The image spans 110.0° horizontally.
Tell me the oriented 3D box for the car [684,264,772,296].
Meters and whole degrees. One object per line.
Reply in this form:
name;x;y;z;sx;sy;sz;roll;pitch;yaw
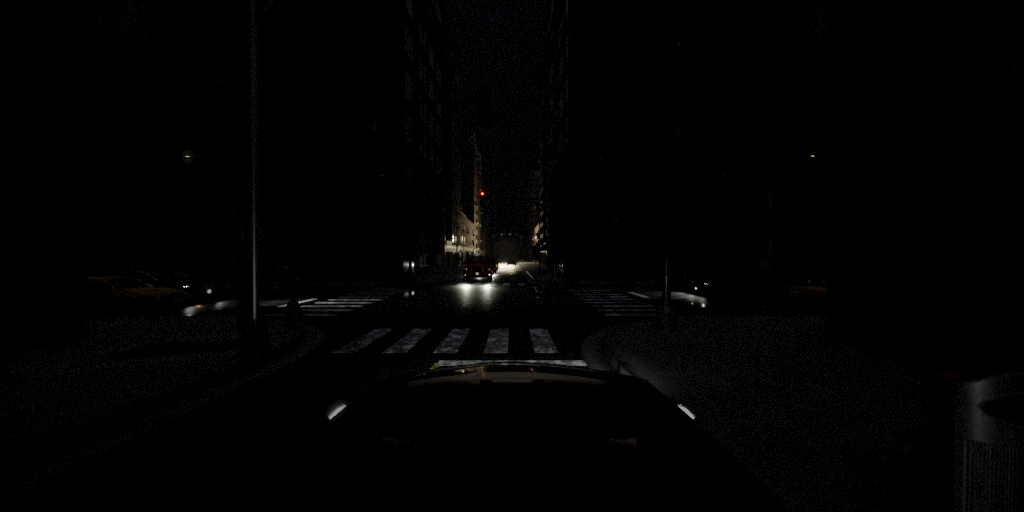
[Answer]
car;12.135;1.277;18.360;5.357;1.411;2.033;0;0;3

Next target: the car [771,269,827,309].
car;12.481;1.280;12.910;4.829;1.417;1.751;0;0;0

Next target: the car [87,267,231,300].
car;-15.481;1.259;15.421;4.902;1.511;2.128;0;0;0

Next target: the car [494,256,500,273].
car;-2.925;0.959;42.814;2.150;2.045;5.566;0;0;0

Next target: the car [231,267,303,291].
car;-14.568;1.307;20.921;4.313;1.339;1.948;0;0;0

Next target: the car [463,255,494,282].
car;-2.722;0.966;29.013;2.150;2.045;5.566;0;0;-4

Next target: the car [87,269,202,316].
car;-14.403;1.304;12.896;4.829;1.417;1.751;0;0;0

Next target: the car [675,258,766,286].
car;12.315;1.032;20.936;5.009;1.841;2.192;0;0;0
